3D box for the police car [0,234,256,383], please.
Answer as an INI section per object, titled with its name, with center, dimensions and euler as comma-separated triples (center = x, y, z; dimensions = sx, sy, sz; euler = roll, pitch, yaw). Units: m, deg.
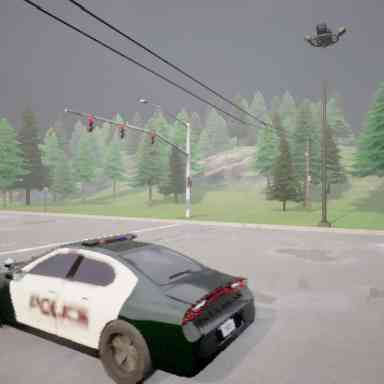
[police car]
center = -1.594, 1.509, 5.434
dimensions = 4.974, 1.542, 2.038
euler = 0, 0, 32
